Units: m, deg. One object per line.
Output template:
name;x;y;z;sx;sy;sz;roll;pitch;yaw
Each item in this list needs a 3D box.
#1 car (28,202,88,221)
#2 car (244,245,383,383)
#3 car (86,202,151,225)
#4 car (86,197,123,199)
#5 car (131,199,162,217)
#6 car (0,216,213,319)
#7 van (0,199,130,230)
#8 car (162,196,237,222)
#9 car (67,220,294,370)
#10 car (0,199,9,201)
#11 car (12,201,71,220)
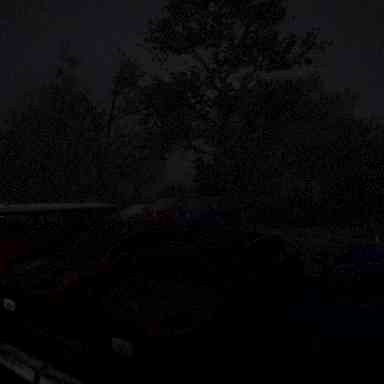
car;-12.576;1.772;31.457;2.163;1.488;4.792;-1;0;35
car;2.809;1.476;4.497;2.097;1.535;5.008;-1;0;35
car;-5.754;1.651;26.635;2.097;1.535;5.008;-1;0;35
car;-8.040;1.428;28.233;2.435;2.045;5.566;-1;0;35
car;-1.232;1.347;23.390;2.435;2.045;5.566;-1;0;35
car;-1.773;1.553;7.726;2.163;1.488;4.792;-1;0;35
van;-4.110;1.321;9.281;1.878;1.987;4.442;-1;0;35
car;0.938;1.324;21.848;2.435;2.045;5.566;-1;0;35
car;0.511;1.529;6.102;2.163;1.488;4.792;-1;0;35
car;-17.207;1.804;34.558;1.946;1.575;5.366;-1;0;35
car;-14.832;1.775;33.090;2.097;1.535;5.008;-1;0;35
